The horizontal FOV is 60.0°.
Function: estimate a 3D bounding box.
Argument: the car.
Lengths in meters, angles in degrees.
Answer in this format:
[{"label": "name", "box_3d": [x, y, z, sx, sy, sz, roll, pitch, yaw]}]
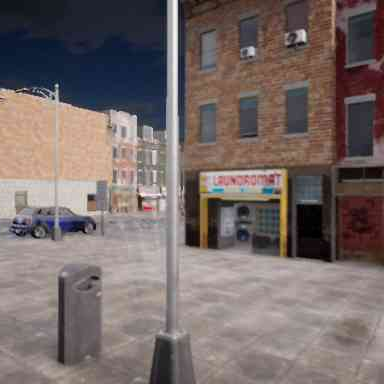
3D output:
[{"label": "car", "box_3d": [-7.707, 1.590, 19.053, 2.097, 1.767, 4.553, 0, -1, 36]}]
